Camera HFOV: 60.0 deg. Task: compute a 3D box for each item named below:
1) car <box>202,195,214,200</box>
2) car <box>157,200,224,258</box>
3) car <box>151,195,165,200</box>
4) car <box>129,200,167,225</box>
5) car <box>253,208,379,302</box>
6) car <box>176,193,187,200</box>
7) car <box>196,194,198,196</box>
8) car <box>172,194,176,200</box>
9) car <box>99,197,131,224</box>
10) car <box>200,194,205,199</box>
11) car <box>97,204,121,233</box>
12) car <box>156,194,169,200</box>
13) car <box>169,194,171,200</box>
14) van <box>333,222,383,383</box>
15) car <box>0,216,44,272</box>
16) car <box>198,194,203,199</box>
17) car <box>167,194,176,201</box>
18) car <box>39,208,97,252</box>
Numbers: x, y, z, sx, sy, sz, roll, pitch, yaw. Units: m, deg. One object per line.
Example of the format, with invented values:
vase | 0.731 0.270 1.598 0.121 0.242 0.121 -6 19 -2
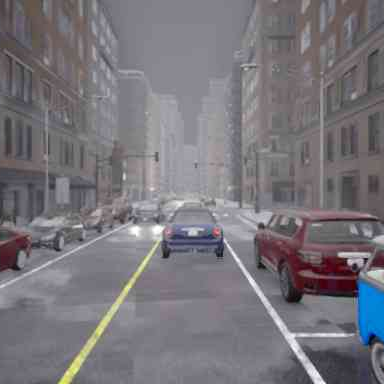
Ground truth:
car | 2.860 1.590 51.944 1.802 1.307 4.206 -1 0 0
car | 0.049 1.346 12.866 2.097 1.767 4.553 0 0 1
car | -5.665 1.590 51.919 1.802 1.307 4.206 -1 0 0
car | -3.047 1.519 24.122 1.812 1.442 4.674 0 0 1
car | 2.848 1.311 8.191 2.192 1.841 5.009 -1 0 0
car | -2.982 1.398 80.087 2.097 1.767 4.553 0 0 0
car | 2.868 1.618 90.888 2.008 1.369 4.403 -1 0 0
car | -5.660 1.597 79.742 2.008 1.369 4.403 -1 0 0
car | -5.673 1.309 24.918 2.192 1.841 5.009 -1 0 0
car | 2.861 1.539 57.678 1.752 1.417 4.829 -1 0 0
car | -5.671 1.575 19.336 1.802 1.307 4.206 -1 0 0
car | -5.667 1.329 57.484 2.192 1.841 5.009 -1 0 0
car | -5.663 1.565 63.048 1.887 1.381 4.507 -1 0 0
van | 2.847 1.339 2.606 1.690 1.788 3.998 -1 0 0
car | -5.674 1.541 8.170 1.887 1.381 4.507 -1 0 0
car | 2.865 1.581 74.197 1.887 1.381 4.507 -1 0 0
car | -5.660 1.382 90.873 2.192 1.841 5.009 -1 0 0
car | -5.673 1.545 13.753 2.008 1.369 4.403 -1 0 0
